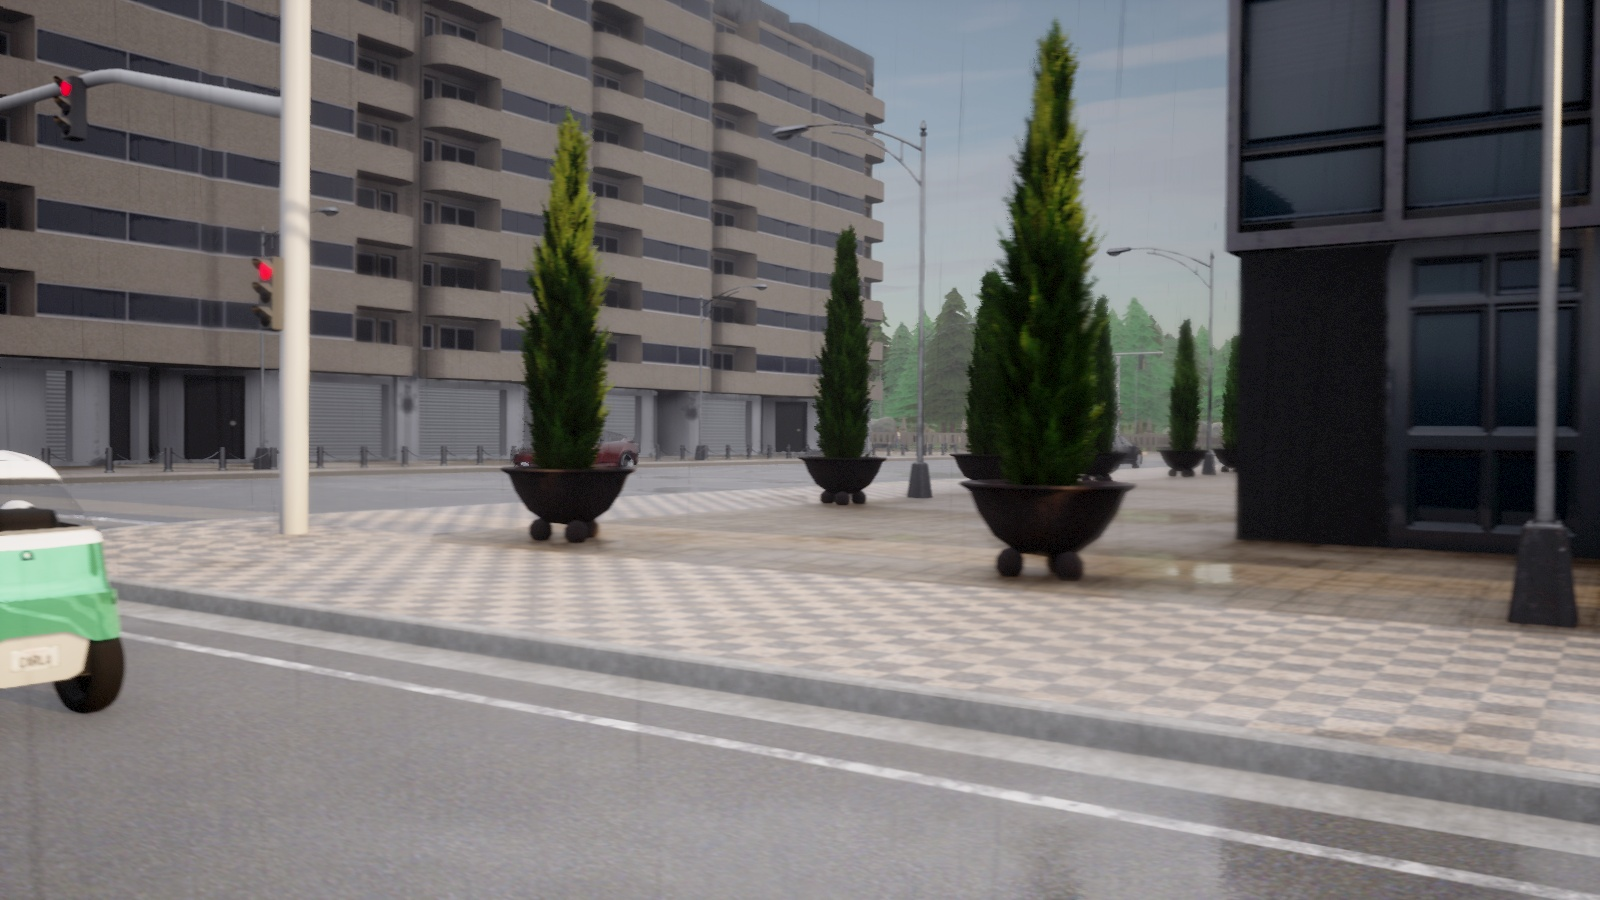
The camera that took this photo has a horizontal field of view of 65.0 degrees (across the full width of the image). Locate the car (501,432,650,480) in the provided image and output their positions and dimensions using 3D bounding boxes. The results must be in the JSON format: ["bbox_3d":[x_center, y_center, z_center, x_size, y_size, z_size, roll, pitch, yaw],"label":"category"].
[{"bbox_3d":[-7.416,0.170,41.996,2.163,1.488,4.792,0,1,34],"label":"car"}]

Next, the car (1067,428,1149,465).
[{"bbox_3d":[13.241,-0.173,53.767,1.837,1.490,4.892,0,1,34],"label":"car"}]

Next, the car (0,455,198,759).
[{"bbox_3d":[-4.514,0.737,6.624,2.207,1.376,1.481,0,1,34],"label":"car"}]
